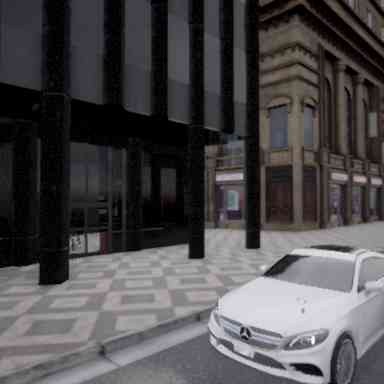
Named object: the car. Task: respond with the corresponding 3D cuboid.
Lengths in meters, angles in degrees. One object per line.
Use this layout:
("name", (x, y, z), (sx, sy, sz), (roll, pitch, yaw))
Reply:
("car", (2.300, 1.683, 5.645), (4.674, 1.442, 1.812), (1, -2, -44))
